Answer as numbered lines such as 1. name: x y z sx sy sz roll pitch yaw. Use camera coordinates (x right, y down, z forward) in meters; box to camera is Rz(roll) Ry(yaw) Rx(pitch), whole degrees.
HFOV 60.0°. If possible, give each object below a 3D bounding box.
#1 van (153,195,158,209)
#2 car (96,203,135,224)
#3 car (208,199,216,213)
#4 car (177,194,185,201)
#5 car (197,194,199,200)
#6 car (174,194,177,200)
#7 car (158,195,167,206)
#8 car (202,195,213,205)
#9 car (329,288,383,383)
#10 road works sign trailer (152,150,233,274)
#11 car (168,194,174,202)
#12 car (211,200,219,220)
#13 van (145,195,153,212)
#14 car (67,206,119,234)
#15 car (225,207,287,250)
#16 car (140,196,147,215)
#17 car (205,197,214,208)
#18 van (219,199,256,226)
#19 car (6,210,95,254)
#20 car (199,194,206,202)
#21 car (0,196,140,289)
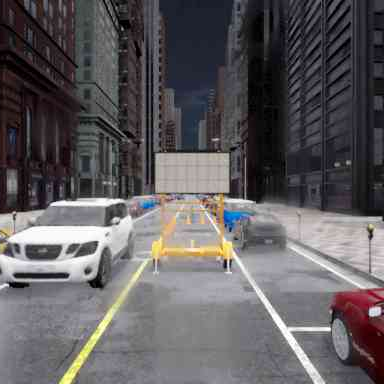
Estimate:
1. van: -5.724 1.365 42.352 1.690 1.788 3.998 0 0 0
2. car: -5.740 1.575 25.443 1.947 1.339 4.313 0 0 0
3. car: 2.791 1.595 31.087 1.802 1.307 4.206 0 0 0
4. car: -2.914 1.598 88.259 1.837 1.490 4.892 0 -1 0
5. car: 2.839 1.605 81.983 1.752 1.417 4.829 0 0 0
6. car: -5.680 1.656 87.445 1.947 1.339 4.313 0 0 0
7. car: -5.713 1.351 53.625 2.192 1.841 5.009 0 0 0
8. car: 2.807 1.574 47.995 1.887 1.381 4.507 0 0 0
9. car: 2.764 1.545 2.906 1.887 1.381 4.507 0 0 0
10. road works sign trailer: 0.010 0.466 10.566 2.380 3.560 2.880 0 0 0
11. car: -5.691 1.614 76.172 1.887 1.381 4.507 0 0 0
12. car: 2.785 1.559 25.451 2.008 1.369 4.403 0 0 0
13. van: -5.729 1.359 36.716 1.690 1.788 3.998 0 0 0
14. car: -5.745 1.587 19.806 1.802 1.307 4.206 0 0 0
15. car: 2.775 1.553 14.178 2.008 1.369 4.403 0 0 0
16. car: -5.735 1.453 31.080 1.967 1.590 4.097 0 0 0
17. car: 2.796 1.569 36.723 2.008 1.369 4.403 0 0 0
18. van: 2.780 1.346 19.814 1.690 1.788 3.998 0 0 0
19. car: -5.750 1.569 14.169 1.947 1.339 4.313 0 0 0
20. car: 2.817 1.359 59.268 2.192 1.841 5.009 0 0 0
21. car: -3.091 1.223 9.553 2.150 2.045 5.566 0 0 0
